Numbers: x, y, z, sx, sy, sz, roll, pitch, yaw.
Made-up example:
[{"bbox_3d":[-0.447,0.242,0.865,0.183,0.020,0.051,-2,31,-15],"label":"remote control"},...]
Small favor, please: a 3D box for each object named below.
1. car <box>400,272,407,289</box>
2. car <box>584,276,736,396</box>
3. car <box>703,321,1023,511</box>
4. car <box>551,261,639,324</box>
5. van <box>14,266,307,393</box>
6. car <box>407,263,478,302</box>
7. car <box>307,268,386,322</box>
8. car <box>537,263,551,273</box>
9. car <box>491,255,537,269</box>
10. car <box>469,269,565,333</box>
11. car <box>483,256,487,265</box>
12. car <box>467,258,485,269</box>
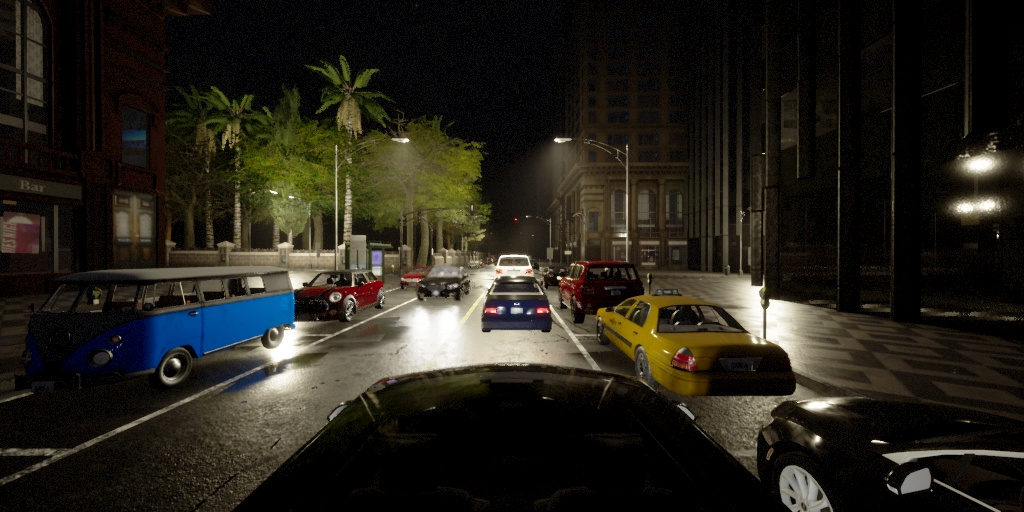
[{"bbox_3d":[-5.759,1.324,22.778,1.802,1.307,4.207,0,0,0],"label":"car"},{"bbox_3d":[2.763,1.274,6.652,1.751,1.417,4.829,0,0,0],"label":"car"},{"bbox_3d":[2.762,1.300,1.057,2.007,1.370,4.403,0,0,0],"label":"car"},{"bbox_3d":[2.764,1.062,11.908,2.192,1.841,5.009,0,0,0],"label":"car"},{"bbox_3d":[-5.762,1.090,6.499,1.690,1.789,3.998,0,0,0],"label":"van"},{"bbox_3d":[-3.057,1.238,16.927,2.128,1.511,4.902,0,0,0],"label":"car"},{"bbox_3d":[-5.761,1.187,11.925,1.967,1.591,4.097,0,0,0],"label":"car"},{"bbox_3d":[2.767,1.308,22.758,1.948,1.339,4.313,0,0,0],"label":"car"},{"bbox_3d":[0.105,0.965,21.299,2.150,2.045,5.566,0,0,0],"label":"car"},{"bbox_3d":[0.105,1.295,10.728,2.033,1.411,5.357,0,0,0],"label":"car"},{"bbox_3d":[-5.750,1.153,60.057,1.967,1.591,4.097,0,0,0],"label":"car"},{"bbox_3d":[-5.752,1.269,54.637,2.007,1.370,4.403,0,0,0],"label":"car"}]
